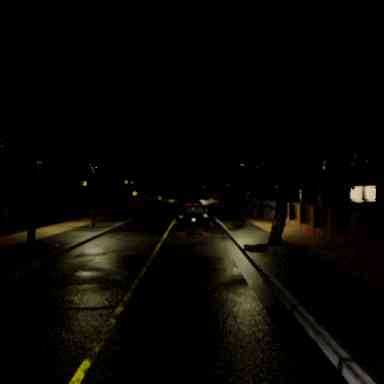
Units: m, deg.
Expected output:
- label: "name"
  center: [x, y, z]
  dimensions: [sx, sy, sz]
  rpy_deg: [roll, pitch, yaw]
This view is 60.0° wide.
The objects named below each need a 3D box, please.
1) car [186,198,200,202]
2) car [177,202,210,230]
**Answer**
- label: "car"
  center: [0.093, 1.483, 37.051]
  dimensions: [1.837, 1.490, 4.892]
  rpy_deg: [0, 0, 0]
- label: "car"
  center: [0.098, 1.544, 21.022]
  dimensions: [1.994, 1.385, 4.181]
  rpy_deg: [0, 0, 0]
